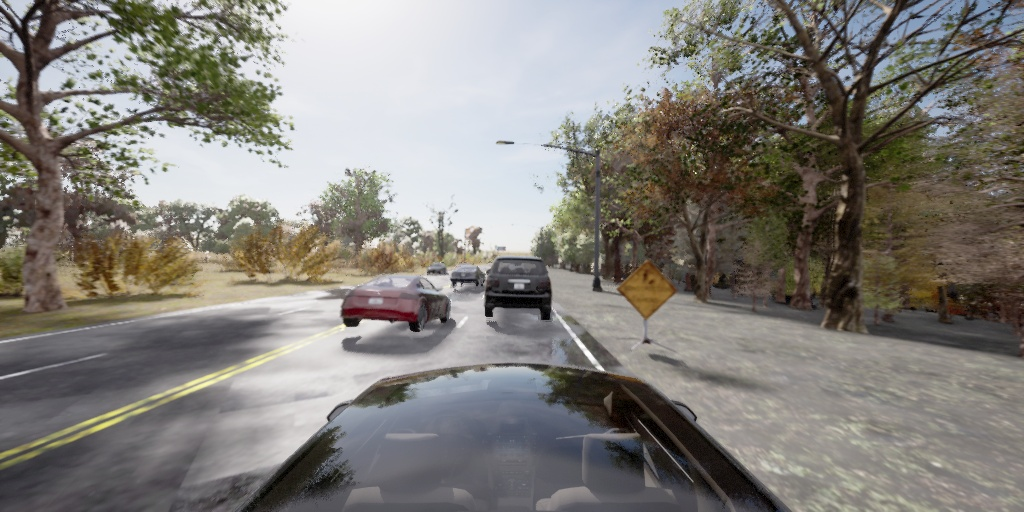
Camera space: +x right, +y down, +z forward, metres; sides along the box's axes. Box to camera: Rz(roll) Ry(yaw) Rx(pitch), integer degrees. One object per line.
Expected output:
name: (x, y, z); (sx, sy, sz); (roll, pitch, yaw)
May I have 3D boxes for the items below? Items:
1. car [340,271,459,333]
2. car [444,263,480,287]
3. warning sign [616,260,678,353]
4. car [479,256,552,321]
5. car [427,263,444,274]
car: (-3.063, 1.264, 10.322); (1.994, 1.385, 4.181); (2, -7, 3)
car: (-3.007, 1.411, 25.099); (2.033, 1.411, 5.357); (1, -4, 2)
warning sign: (2.873, 1.008, 7.764); (1.300, 1.860, 1.060); (0, 0, 0)
car: (0.194, 1.104, 13.230); (2.150, 2.045, 5.566); (2, -3, 0)
car: (-9.469, 1.650, 45.455); (1.837, 1.490, 4.892); (1, -1, 1)
